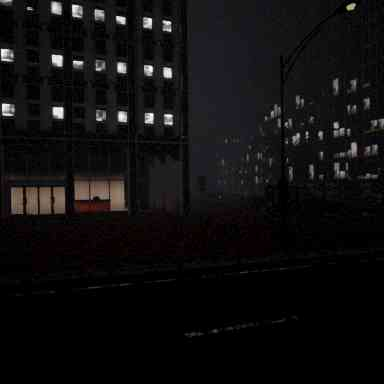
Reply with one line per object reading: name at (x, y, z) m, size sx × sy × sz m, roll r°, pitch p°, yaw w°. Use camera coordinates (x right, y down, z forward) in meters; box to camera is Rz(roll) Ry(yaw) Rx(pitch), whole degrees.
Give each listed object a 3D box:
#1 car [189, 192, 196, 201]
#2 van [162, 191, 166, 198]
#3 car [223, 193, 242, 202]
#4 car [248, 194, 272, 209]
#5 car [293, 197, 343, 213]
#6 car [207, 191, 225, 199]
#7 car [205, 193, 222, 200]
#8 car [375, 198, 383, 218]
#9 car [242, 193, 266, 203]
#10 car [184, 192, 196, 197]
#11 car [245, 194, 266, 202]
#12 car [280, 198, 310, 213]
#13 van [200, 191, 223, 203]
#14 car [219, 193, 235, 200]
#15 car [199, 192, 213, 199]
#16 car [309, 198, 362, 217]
car at (-0.615, 1.056, 66.758) m, size 2.008 × 1.369 × 4.403 m, roll 0°, pitch 1°, yaw -20°
van at (-6.430, 0.687, 82.785) m, size 1.690 × 1.788 × 3.998 m, roll 0°, pitch 1°, yaw -20°
car at (7.924, 1.023, 60.174) m, size 1.812 × 1.442 × 4.674 m, roll -1°, pitch 1°, yaw -20°
car at (9.025, 1.331, 40.027) m, size 1.947 × 1.339 × 4.313 m, roll 0°, pitch 1°, yaw -20°
car at (13.392, 1.320, 35.727) m, size 2.033 × 1.411 × 5.357 m, roll -1°, pitch 1°, yaw -20°
car at (5.324, 0.634, 74.955) m, size 2.192 × 1.841 × 5.009 m, roll 0°, pitch 1°, yaw -20°
car at (4.502, 0.930, 69.608) m, size 1.812 × 1.442 × 4.674 m, roll -1°, pitch 1°, yaw -20°
car at (16.907, 1.216, 26.077) m, size 2.097 × 1.767 × 4.553 m, roll -1°, pitch 1°, yaw -21°
car at (9.570, 1.220, 46.278) m, size 2.033 × 1.411 × 5.357 m, roll -1°, pitch 1°, yaw -20°
car at (-0.489, 0.710, 90.985) m, size 2.008 × 1.369 × 4.403 m, roll 0°, pitch 1°, yaw -20°
car at (11.139, 1.059, 58.928) m, size 1.802 × 1.307 × 4.206 m, roll 0°, pitch 1°, yaw -20°
car at (10.908, 1.399, 34.665) m, size 1.802 × 1.307 × 4.206 m, roll 0°, pitch 1°, yaw -20°
van at (3.261, 0.952, 56.070) m, size 1.690 × 1.788 × 3.998 m, roll 0°, pitch 1°, yaw -20°
car at (7.263, 0.954, 69.615) m, size 1.802 × 1.307 × 4.206 m, roll 0°, pitch 1°, yaw -20°
car at (3.386, 0.706, 80.299) m, size 1.967 × 1.590 × 4.097 m, roll 0°, pitch 1°, yaw -20°
car at (12.829, 1.434, 29.314) m, size 1.947 × 1.339 × 4.313 m, roll 0°, pitch 1°, yaw -20°
